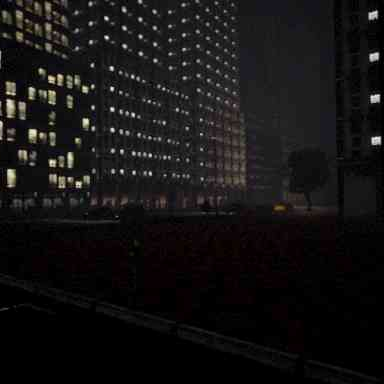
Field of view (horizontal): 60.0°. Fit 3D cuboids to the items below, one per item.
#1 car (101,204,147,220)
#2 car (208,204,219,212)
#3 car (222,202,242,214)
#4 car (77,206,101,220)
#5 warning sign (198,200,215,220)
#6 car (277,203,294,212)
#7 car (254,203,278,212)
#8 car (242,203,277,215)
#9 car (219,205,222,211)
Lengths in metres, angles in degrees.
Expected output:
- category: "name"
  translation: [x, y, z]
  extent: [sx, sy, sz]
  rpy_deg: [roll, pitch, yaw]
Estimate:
- category: "car"
  translation: [-7.026, 2.073, 35.839]
  extent: [2.097, 1.767, 4.553]
  rpy_deg: [-1, -2, 36]
- category: "car"
  translation: [4.103, 2.759, 56.322]
  extent: [1.895, 1.301, 4.718]
  rpy_deg: [-1, -2, 37]
- category: "car"
  translation: [6.854, 2.309, 49.002]
  extent: [2.097, 1.767, 4.553]
  rpy_deg: [-1, -2, 37]
- category: "car"
  translation: [-10.394, 2.292, 36.736]
  extent: [1.812, 1.442, 4.674]
  rpy_deg: [-1, -2, 36]
- category: "warning sign"
  translation: [1.366, 1.666, 31.288]
  extent: [1.300, 1.860, 1.060]
  rpy_deg: [0, 0, 36]
- category: "car"
  translation: [15.436, 2.534, 55.278]
  extent: [1.882, 1.535, 5.008]
  rpy_deg: [-1, -2, 36]
- category: "car"
  translation: [12.817, 2.669, 57.198]
  extent: [2.033, 1.411, 5.357]
  rpy_deg: [-1, -2, 36]
- category: "car"
  translation: [9.601, 2.442, 47.250]
  extent: [2.033, 1.411, 5.357]
  rpy_deg: [-1, -2, 37]
- category: "car"
  translation: [6.790, 2.621, 54.493]
  extent: [1.812, 1.442, 4.674]
  rpy_deg: [-1, -2, 36]
